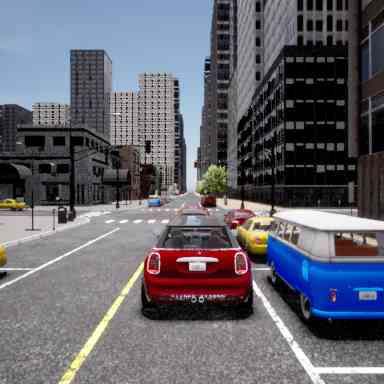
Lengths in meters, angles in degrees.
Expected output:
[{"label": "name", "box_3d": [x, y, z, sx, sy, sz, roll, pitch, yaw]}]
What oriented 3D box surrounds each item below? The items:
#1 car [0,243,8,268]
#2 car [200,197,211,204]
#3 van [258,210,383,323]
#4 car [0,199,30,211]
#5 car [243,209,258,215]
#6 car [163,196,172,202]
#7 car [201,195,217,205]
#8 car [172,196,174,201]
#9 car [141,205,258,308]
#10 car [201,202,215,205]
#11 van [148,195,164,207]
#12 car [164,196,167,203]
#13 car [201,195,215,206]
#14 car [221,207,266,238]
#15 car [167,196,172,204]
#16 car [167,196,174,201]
[{"label": "car", "box_3d": [-5.696, 1.525, 6.749, 1.752, 1.417, 4.829, 0, 0, 0]}, {"label": "car", "box_3d": [2.654, 1.655, 67.211, 1.947, 1.339, 4.313, 0, 0, 0]}, {"label": "van", "box_3d": [2.684, 1.341, 6.923, 1.690, 1.788, 3.998, 0, 0, 0]}, {"label": "car", "box_3d": [-21.428, 1.469, 38.455, 4.829, 1.417, 1.752, 0, 0, 0]}, {"label": "car", "box_3d": [2.681, 1.527, 12.758, 1.752, 1.417, 4.829, 0, 0, 0]}, {"label": "car", "box_3d": [-5.732, 1.668, 78.251, 2.008, 1.369, 4.403, 0, 0, 0]}, {"label": "car", "box_3d": [2.661, 1.369, 50.638, 2.192, 1.841, 5.009, 0, 0, 0]}, {"label": "car", "box_3d": [-5.729, 1.653, 72.727, 2.008, 1.369, 4.403, 0, 0, 0]}, {"label": "car", "box_3d": [0.095, 1.352, 8.065, 2.097, 1.767, 4.553, 0, 0, 0]}, {"label": "car", "box_3d": [0.091, 1.482, 17.271, 1.882, 1.535, 5.008, 0, 0, 0]}, {"label": "van", "box_3d": [-5.719, 1.395, 50.632, 1.690, 1.788, 3.998, 0, 0, 0]}, {"label": "car", "box_3d": [-5.721, 1.505, 56.155, 1.967, 1.590, 4.097, 0, 0, 0]}, {"label": "car", "box_3d": [2.658, 1.380, 56.162, 2.192, 1.841, 5.009, 0, 0, 0]}, {"label": "car", "box_3d": [2.678, 1.587, 18.250, 1.802, 1.307, 4.206, 0, 0, 0]}, {"label": "car", "box_3d": [-5.727, 1.529, 67.204, 1.967, 1.590, 4.097, 0, 0, 0]}, {"label": "car", "box_3d": [-5.738, 1.673, 89.129, 1.752, 1.417, 4.829, 0, 0, 0]}]
